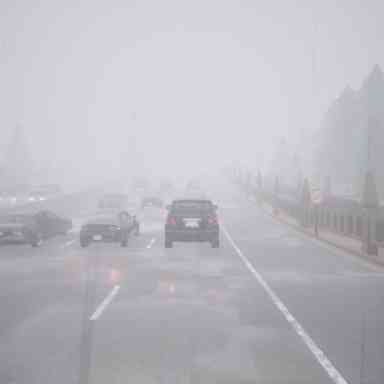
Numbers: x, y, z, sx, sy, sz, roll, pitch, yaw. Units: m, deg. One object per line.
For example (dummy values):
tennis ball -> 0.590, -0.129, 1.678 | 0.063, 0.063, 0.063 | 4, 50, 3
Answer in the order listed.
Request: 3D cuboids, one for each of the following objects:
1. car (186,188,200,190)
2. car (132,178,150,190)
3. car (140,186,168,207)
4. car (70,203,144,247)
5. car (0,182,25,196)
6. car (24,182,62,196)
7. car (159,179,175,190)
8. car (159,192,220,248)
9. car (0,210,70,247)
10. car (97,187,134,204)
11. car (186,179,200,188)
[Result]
car -> 0.053, 0.698, 29.581 | 1.895, 1.301, 4.718 | 0, 5, 0
car -> -6.865, -1.144, 44.759 | 2.128, 1.511, 4.902 | 0, 7, 0
car -> -3.447, 0.622, 29.563 | 1.812, 1.442, 4.674 | 0, 5, 0
car -> -3.501, 1.465, 14.633 | 1.812, 1.442, 4.674 | 0, 1, 0
car -> -20.893, -0.419, 39.731 | 1.837, 1.490, 4.892 | 0, 7, 0
car -> -17.393, -0.383, 39.718 | 2.033, 1.411, 5.357 | 0, 7, 0
car -> -3.365, -1.081, 44.744 | 2.033, 1.411, 5.357 | 0, 7, 0
car -> 0.000, 1.179, 14.658 | 2.150, 2.045, 5.566 | 0, 1, 0
car -> -7.001, 1.499, 14.634 | 2.033, 1.411, 5.357 | 0, 1, 0
car -> -6.947, 0.656, 29.585 | 2.033, 1.411, 5.357 | 0, 5, 0
car -> 0.135, -1.085, 44.724 | 2.033, 1.411, 5.357 | 0, 7, 0
